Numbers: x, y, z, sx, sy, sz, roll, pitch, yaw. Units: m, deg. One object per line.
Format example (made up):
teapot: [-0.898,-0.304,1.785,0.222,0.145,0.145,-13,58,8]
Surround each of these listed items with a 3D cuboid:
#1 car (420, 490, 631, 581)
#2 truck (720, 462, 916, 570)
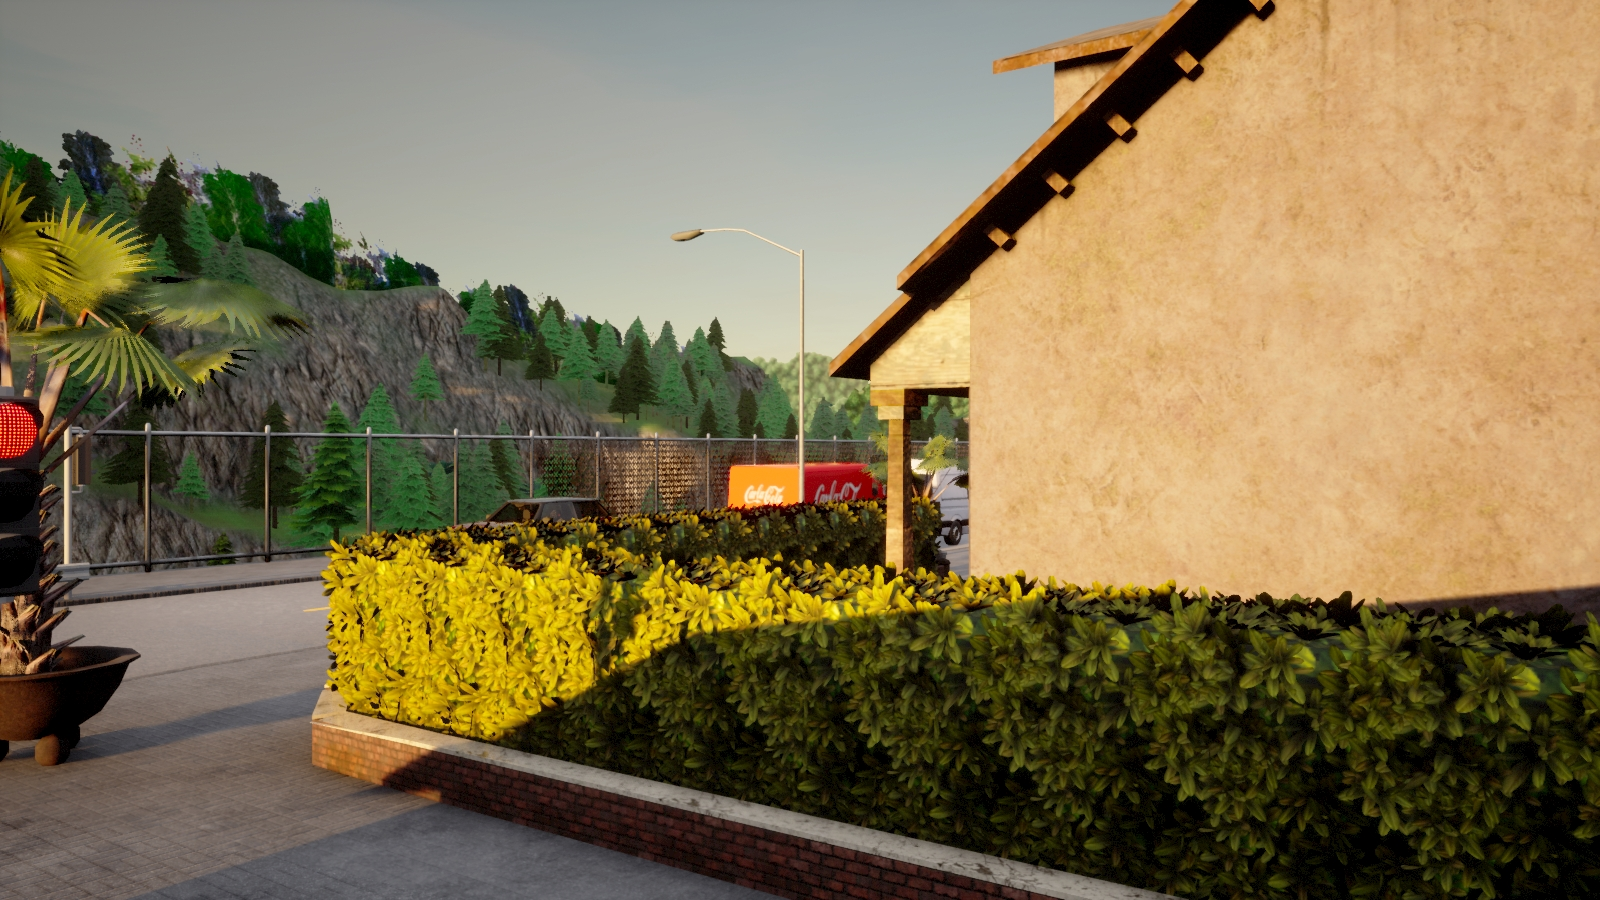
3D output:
car: [-6.312,1.906,26.765,2.097,1.767,4.553,0,0,35]
truck: [0.584,1.568,29.600,2.627,2.467,5.204,0,0,35]
